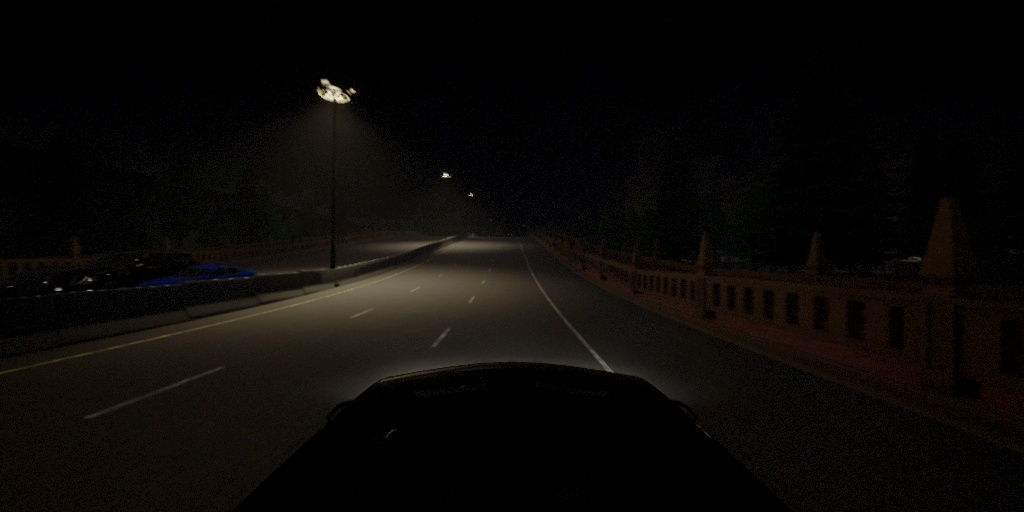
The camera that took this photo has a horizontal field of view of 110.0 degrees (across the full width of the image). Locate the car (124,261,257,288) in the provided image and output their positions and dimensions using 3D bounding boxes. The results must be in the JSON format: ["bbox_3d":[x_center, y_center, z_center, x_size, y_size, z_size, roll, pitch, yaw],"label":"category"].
[{"bbox_3d":[-14.073,1.159,16.457,1.882,1.535,5.008,0,1,0],"label":"car"}]

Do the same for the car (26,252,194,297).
[{"bbox_3d":[-17.571,0.878,16.631,2.150,2.045,5.566,0,1,0],"label":"car"}]

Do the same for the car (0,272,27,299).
[{"bbox_3d":[-21.072,1.197,16.698,2.033,1.411,5.357,0,2,0],"label":"car"}]
